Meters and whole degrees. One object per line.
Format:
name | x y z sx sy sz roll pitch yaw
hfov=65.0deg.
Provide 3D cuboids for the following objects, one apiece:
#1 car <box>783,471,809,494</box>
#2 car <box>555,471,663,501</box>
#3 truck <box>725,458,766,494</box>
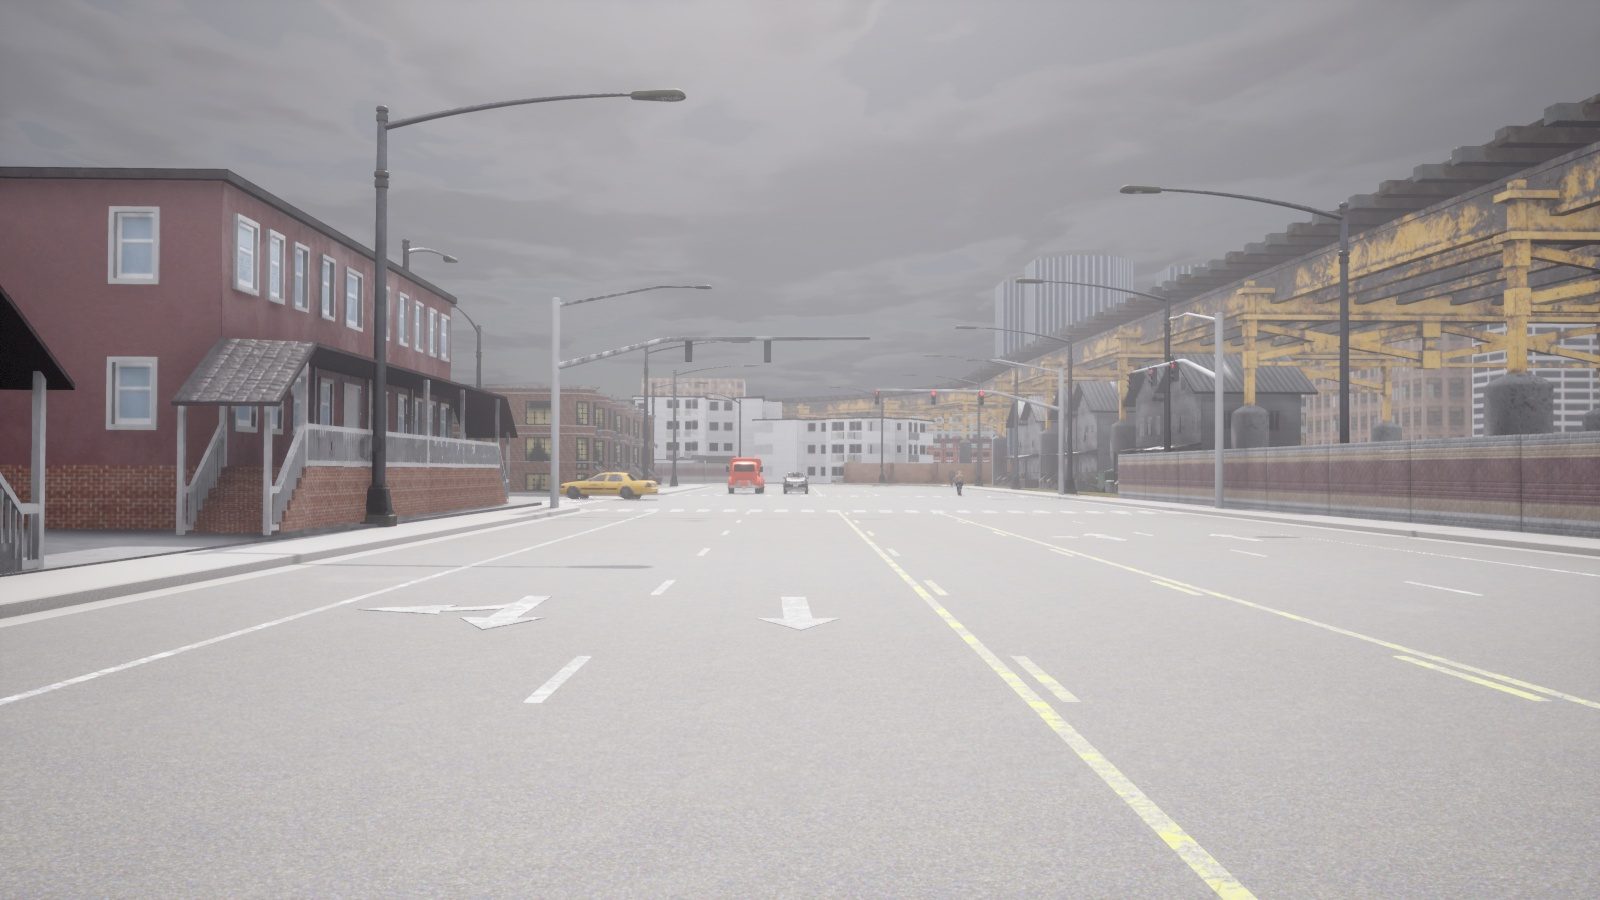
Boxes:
car | -0.259 2.240 86.340 1.789 1.549 3.705 0 -1 0
car | -10.158 1.915 66.898 5.366 1.575 1.801 0 -1 9
truck | -3.769 1.805 87.320 2.627 2.467 5.204 0 -1 0
